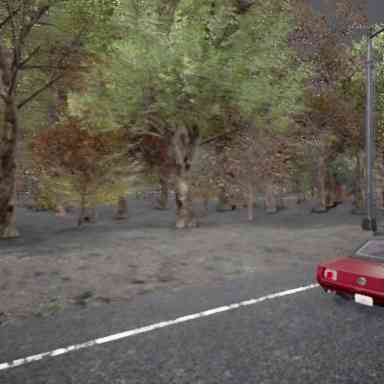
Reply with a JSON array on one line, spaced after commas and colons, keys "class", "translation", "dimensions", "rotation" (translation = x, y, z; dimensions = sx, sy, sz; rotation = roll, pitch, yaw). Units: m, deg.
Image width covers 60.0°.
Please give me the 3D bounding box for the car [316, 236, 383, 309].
[{"class": "car", "translation": [4.850, 1.608, 7.094], "dimensions": [4.718, 1.301, 1.895], "rotation": [0, 0, -35]}]
